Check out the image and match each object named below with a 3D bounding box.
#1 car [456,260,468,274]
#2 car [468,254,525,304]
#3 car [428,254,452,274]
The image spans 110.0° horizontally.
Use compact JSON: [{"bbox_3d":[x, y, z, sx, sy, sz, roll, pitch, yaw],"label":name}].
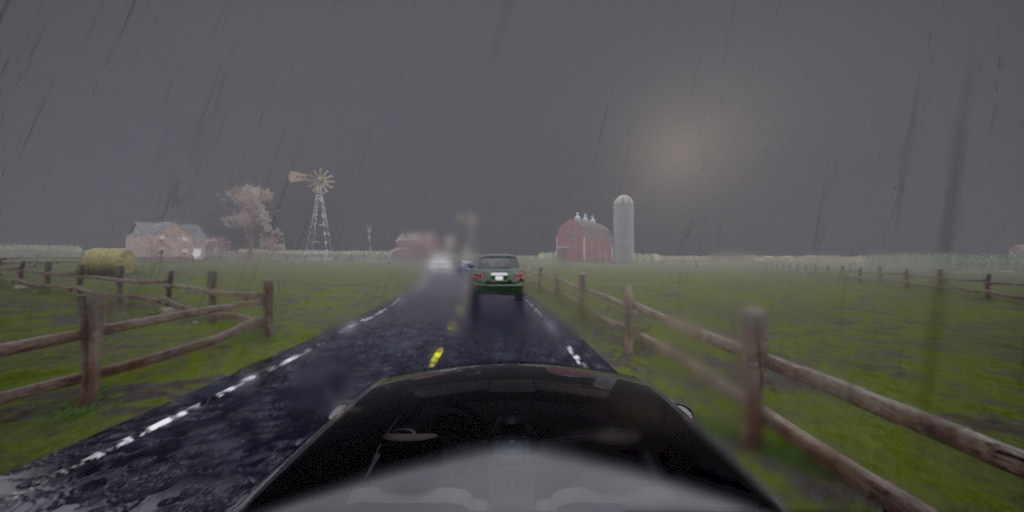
[{"bbox_3d":[-4.769,1.132,37.979,1.812,1.442,4.674,0,0,-14],"label":"car"},{"bbox_3d":[-0.768,0.926,16.335,2.150,2.045,5.566,0,0,-6],"label":"car"},{"bbox_3d":[-7.567,0.818,37.653,2.150,2.045,5.566,0,0,-14],"label":"car"}]
